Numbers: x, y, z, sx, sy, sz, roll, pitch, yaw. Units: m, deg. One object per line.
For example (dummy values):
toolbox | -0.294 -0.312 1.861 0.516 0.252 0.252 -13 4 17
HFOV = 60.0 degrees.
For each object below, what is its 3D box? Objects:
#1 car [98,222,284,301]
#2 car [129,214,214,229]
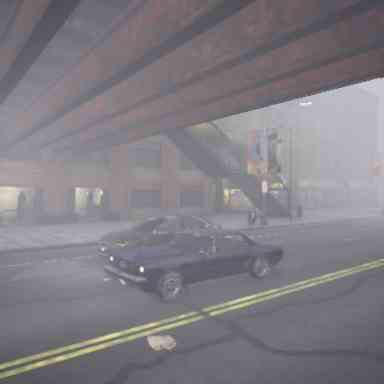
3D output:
car | 0.225 1.672 8.663 4.718 1.301 1.895 0 -1 -38
car | -0.954 1.603 12.187 4.892 1.490 1.837 0 -1 -38
